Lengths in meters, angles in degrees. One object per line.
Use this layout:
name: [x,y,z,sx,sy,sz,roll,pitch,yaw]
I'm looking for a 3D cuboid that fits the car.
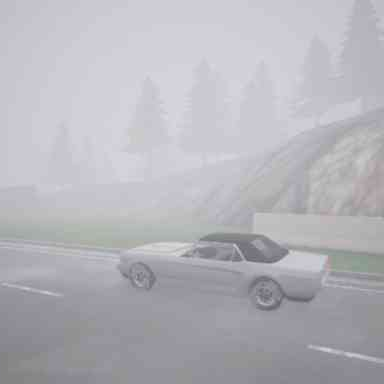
car: [0.591,1.615,7.658,4.718,1.301,1.895,-1,0,28]
